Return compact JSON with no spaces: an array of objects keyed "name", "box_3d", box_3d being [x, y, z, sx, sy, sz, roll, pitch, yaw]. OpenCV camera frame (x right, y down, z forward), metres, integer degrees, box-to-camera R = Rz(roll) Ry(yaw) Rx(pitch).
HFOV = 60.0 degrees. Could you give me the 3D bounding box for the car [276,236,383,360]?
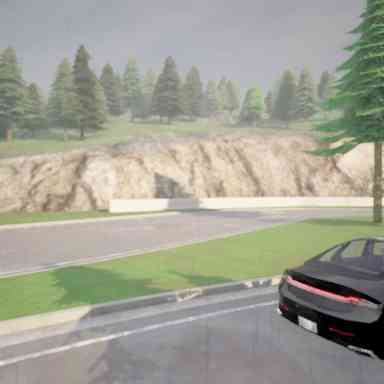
[{"name":"car","box_3d":[3.628,1.476,5.344,4.902,1.511,2.128,0,0,-27]}]
